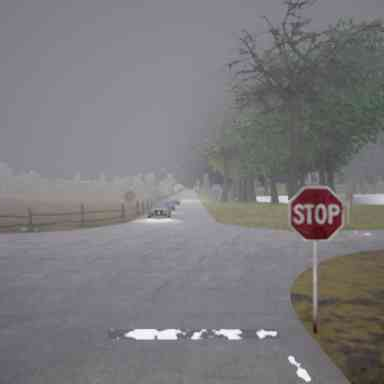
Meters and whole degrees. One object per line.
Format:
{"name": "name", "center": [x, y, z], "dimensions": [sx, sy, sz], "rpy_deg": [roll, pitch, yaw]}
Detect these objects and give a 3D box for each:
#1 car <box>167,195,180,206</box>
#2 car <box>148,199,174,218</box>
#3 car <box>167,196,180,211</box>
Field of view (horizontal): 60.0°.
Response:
{"name": "car", "center": [-2.899, 1.348, 53.355], "dimensions": [1.882, 1.535, 5.008], "rpy_deg": [0, 0, 0]}
{"name": "car", "center": [-2.890, 1.575, 30.141], "dimensions": [1.994, 1.385, 4.181], "rpy_deg": [0, 0, -2]}
{"name": "car", "center": [-2.905, 1.513, 40.564], "dimensions": [2.033, 1.411, 5.357], "rpy_deg": [0, 0, 0]}
